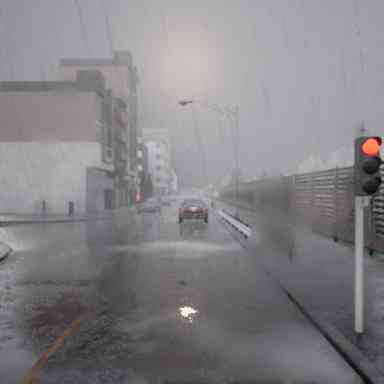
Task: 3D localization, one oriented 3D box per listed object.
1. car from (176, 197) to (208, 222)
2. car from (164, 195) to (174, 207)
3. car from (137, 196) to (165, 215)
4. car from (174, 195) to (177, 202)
[{"bbox_3d":[0.103,1.311,25.742,2.097,1.767,4.553,0,0,0],"label":"car"},{"bbox_3d":[-4.088,1.425,49.081,1.837,1.490,4.892,0,0,0],"label":"car"},{"bbox_3d":[-4.230,1.451,33.481,1.837,1.490,4.892,0,0,3],"label":"car"},{"bbox_3d":[-4.009,1.395,69.097,1.837,1.490,4.892,0,0,0],"label":"car"}]
